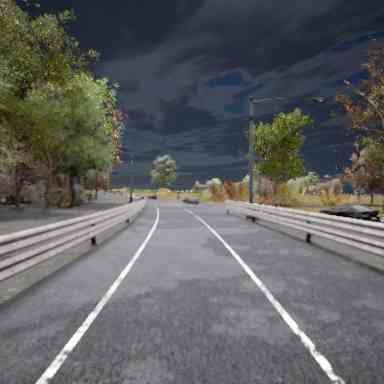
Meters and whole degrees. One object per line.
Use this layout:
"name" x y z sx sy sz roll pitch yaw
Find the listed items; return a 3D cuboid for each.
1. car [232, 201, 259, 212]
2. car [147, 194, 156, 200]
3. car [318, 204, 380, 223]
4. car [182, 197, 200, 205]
"car" 6.540 1.713 40.384 1.895 1.301 4.718 1 1 -19
"car" -11.345 1.385 92.830 1.837 1.490 4.892 0 0 -19
"car" 11.703 1.660 25.229 1.882 1.535 5.008 0 0 -19
"car" -0.258 1.544 60.338 2.033 1.411 5.357 0 0 -19
